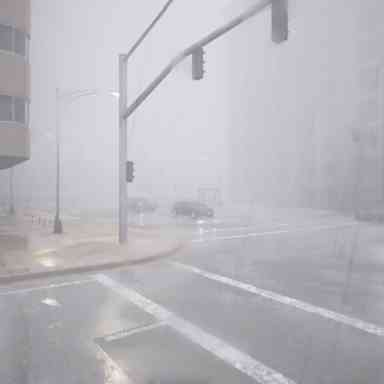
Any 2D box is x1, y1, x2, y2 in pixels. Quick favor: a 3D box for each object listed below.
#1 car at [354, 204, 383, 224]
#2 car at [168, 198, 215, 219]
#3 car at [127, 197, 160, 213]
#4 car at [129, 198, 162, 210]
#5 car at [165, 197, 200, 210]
[{"bbox_3d":[14.094,1.564,24.070,4.181,1.385,1.994,0,0,16],"label":"car"},{"bbox_3d":[-0.027,1.505,29.235,1.837,1.490,4.892,0,0,-36],"label":"car"},{"bbox_3d":[-5.932,1.352,37.334,2.097,1.767,4.553,0,0,-37],"label":"car"},{"bbox_3d":[-6.205,1.547,43.963,2.033,1.411,5.357,0,0,-36],"label":"car"},{"bbox_3d":[-1.286,1.491,43.151,2.128,1.511,4.902,0,0,-36],"label":"car"}]
